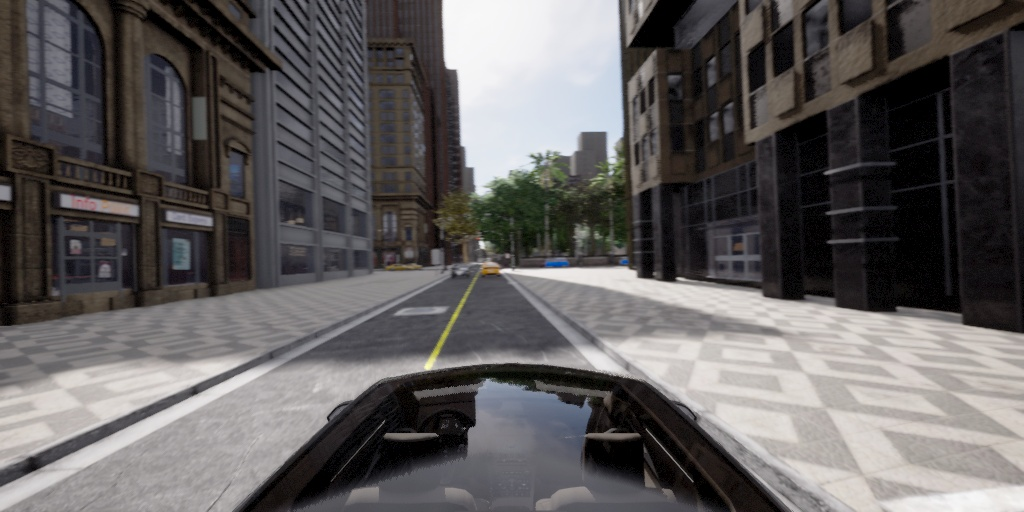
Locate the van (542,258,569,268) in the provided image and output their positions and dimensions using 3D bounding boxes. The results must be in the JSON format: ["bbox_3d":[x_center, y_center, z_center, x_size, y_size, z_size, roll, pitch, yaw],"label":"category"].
[{"bbox_3d":[7.858,1.292,62.846,3.998,1.789,1.690,0,0,-4],"label":"van"}]

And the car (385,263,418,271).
[{"bbox_3d":[-18.999,1.954,61.039,4.829,1.417,1.751,0,0,-4],"label":"car"}]

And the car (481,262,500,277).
[{"bbox_3d":[-2.280,1.453,38.996,1.882,1.535,5.008,-2,0,-4],"label":"car"}]

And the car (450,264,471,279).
[{"bbox_3d":[-5.412,1.571,38.296,2.128,1.511,4.902,-2,0,-4],"label":"car"}]
